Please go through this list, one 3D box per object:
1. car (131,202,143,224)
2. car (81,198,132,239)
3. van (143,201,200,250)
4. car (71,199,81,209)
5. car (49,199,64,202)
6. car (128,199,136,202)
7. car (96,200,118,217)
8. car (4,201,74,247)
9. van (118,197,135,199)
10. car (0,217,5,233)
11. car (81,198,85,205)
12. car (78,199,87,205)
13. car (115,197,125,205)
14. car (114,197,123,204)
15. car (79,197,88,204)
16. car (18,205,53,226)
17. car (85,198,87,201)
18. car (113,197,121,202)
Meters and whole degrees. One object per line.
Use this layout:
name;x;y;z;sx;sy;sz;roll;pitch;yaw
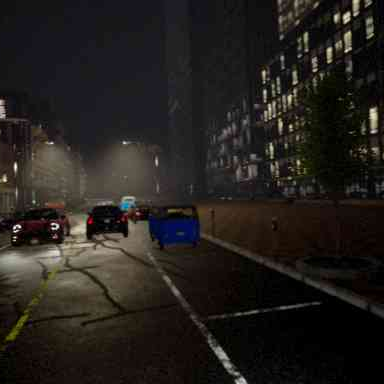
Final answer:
car;-3.657;1.636;24.974;1.802;1.307;4.206;-1;0;-14
car;-4.710;1.468;18.486;2.097;1.767;4.553;-2;0;-14
van;-0.882;1.325;14.189;1.690;1.788;3.998;-1;0;-14
car;-20.111;2.137;55.242;1.887;1.381;4.507;-1;0;-14
car;-15.944;1.798;39.063;2.192;1.841;5.009;-1;0;-14
car;-5.092;1.615;30.532;1.752;1.417;4.829;-1;0;-14
car;-9.199;1.724;35.959;2.128;1.511;4.902;-2;0;-14
car;-7.382;1.580;16.568;2.097;1.767;4.553;-2;0;-14
van;-7.835;1.501;41.155;1.690;1.788;3.998;-1;0;-14
car;-11.766;1.927;22.882;2.008;1.369;4.403;-1;0;-14
car;-22.891;2.247;66.029;1.802;1.307;4.206;-1;0;-14
car;-27.062;2.341;82.209;1.947;1.339;4.313;-1;0;-14
car;-14.785;1.782;68.120;1.967;1.590;4.097;-1;0;-14
car;-17.564;1.960;78.907;1.887;1.381;4.507;-1;0;-14
car;-28.456;2.252;87.602;1.967;1.590;4.097;-1;0;-14
car;-13.116;1.936;28.112;1.752;1.417;4.829;-1;0;-14
car;-25.673;2.283;76.815;1.887;1.381;4.507;-1;0;-14
car;-20.345;2.040;89.693;2.008;1.369;4.403;-1;0;-14
